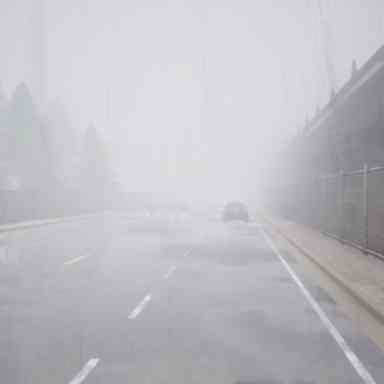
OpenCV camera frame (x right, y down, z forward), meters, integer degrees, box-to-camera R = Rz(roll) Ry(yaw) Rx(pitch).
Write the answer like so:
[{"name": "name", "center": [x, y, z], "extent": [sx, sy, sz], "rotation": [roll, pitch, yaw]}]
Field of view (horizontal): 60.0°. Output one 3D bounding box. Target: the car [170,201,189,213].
[{"name": "car", "center": [-1.573, 1.871, 43.102], "extent": [1.812, 1.442, 4.674], "rotation": [0, 0, 8]}]

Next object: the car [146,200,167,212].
[{"name": "car", "center": [-4.793, 1.813, 45.379], "extent": [1.882, 1.535, 5.008], "rotation": [0, -1, 8]}]

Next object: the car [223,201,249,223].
[{"name": "car", "center": [3.758, 1.624, 28.657], "extent": [2.097, 1.767, 4.553], "rotation": [0, 0, 8]}]

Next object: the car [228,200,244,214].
[{"name": "car", "center": [5.551, 1.877, 42.242], "extent": [1.882, 1.535, 5.008], "rotation": [0, 0, 8]}]
